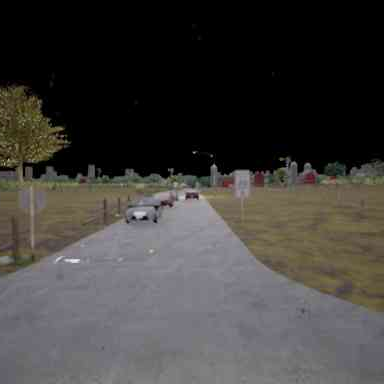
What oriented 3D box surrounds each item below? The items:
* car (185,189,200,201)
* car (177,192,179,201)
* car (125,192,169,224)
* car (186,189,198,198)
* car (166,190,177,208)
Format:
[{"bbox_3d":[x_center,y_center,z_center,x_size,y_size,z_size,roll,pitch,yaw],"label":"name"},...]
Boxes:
[{"bbox_3d":[0.022,0.341,45.591,1.882,1.535,5.008,-1,1,0],"label":"car"},{"bbox_3d":[-2.778,0.449,44.889,1.837,1.490,4.892,-1,1,1],"label":"car"},{"bbox_3d":[-2.851,1.038,20.496,2.128,1.511,4.902,-1,1,0],"label":"car"},{"bbox_3d":[0.034,0.178,56.014,1.994,1.385,4.181,-1,1,0],"label":"car"},{"bbox_3d":[-2.832,0.712,32.973,1.882,1.535,5.008,-1,1,0],"label":"car"}]
